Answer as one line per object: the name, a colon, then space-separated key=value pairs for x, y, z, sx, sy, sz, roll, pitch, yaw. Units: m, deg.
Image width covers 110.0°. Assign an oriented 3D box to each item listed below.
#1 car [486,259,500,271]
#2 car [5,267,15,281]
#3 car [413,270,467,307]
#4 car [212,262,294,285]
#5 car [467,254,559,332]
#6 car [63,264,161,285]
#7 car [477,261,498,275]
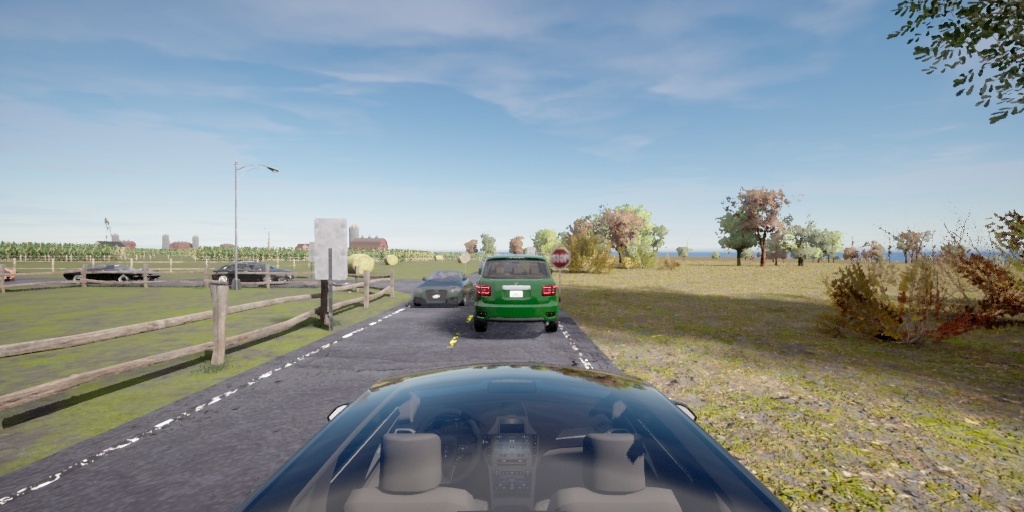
car: x=-2.738 y=1.262 z=52.539 sx=1.882 sy=1.535 sz=5.008 roll=0 pitch=0 yaw=0
car: x=-36.637 y=0.880 z=24.001 sx=4.553 sy=1.767 sz=2.097 roll=0 pitch=1 yaw=0
car: x=-2.824 y=1.315 z=15.361 sx=1.994 sy=1.385 sz=4.181 roll=0 pitch=0 yaw=0
car: x=-17.354 y=1.166 z=24.151 sx=4.892 sy=1.490 sz=1.837 roll=0 pitch=1 yaw=0
car: x=0.113 y=0.972 z=10.980 sx=2.150 sy=2.045 sz=5.566 roll=0 pitch=0 yaw=0
car: x=-26.688 y=1.198 z=24.074 sx=4.718 sy=1.301 sz=1.895 roll=0 pitch=1 yaw=0
car: x=-2.770 y=1.318 z=41.537 sx=2.033 sy=1.411 sz=5.357 roll=0 pitch=0 yaw=0
